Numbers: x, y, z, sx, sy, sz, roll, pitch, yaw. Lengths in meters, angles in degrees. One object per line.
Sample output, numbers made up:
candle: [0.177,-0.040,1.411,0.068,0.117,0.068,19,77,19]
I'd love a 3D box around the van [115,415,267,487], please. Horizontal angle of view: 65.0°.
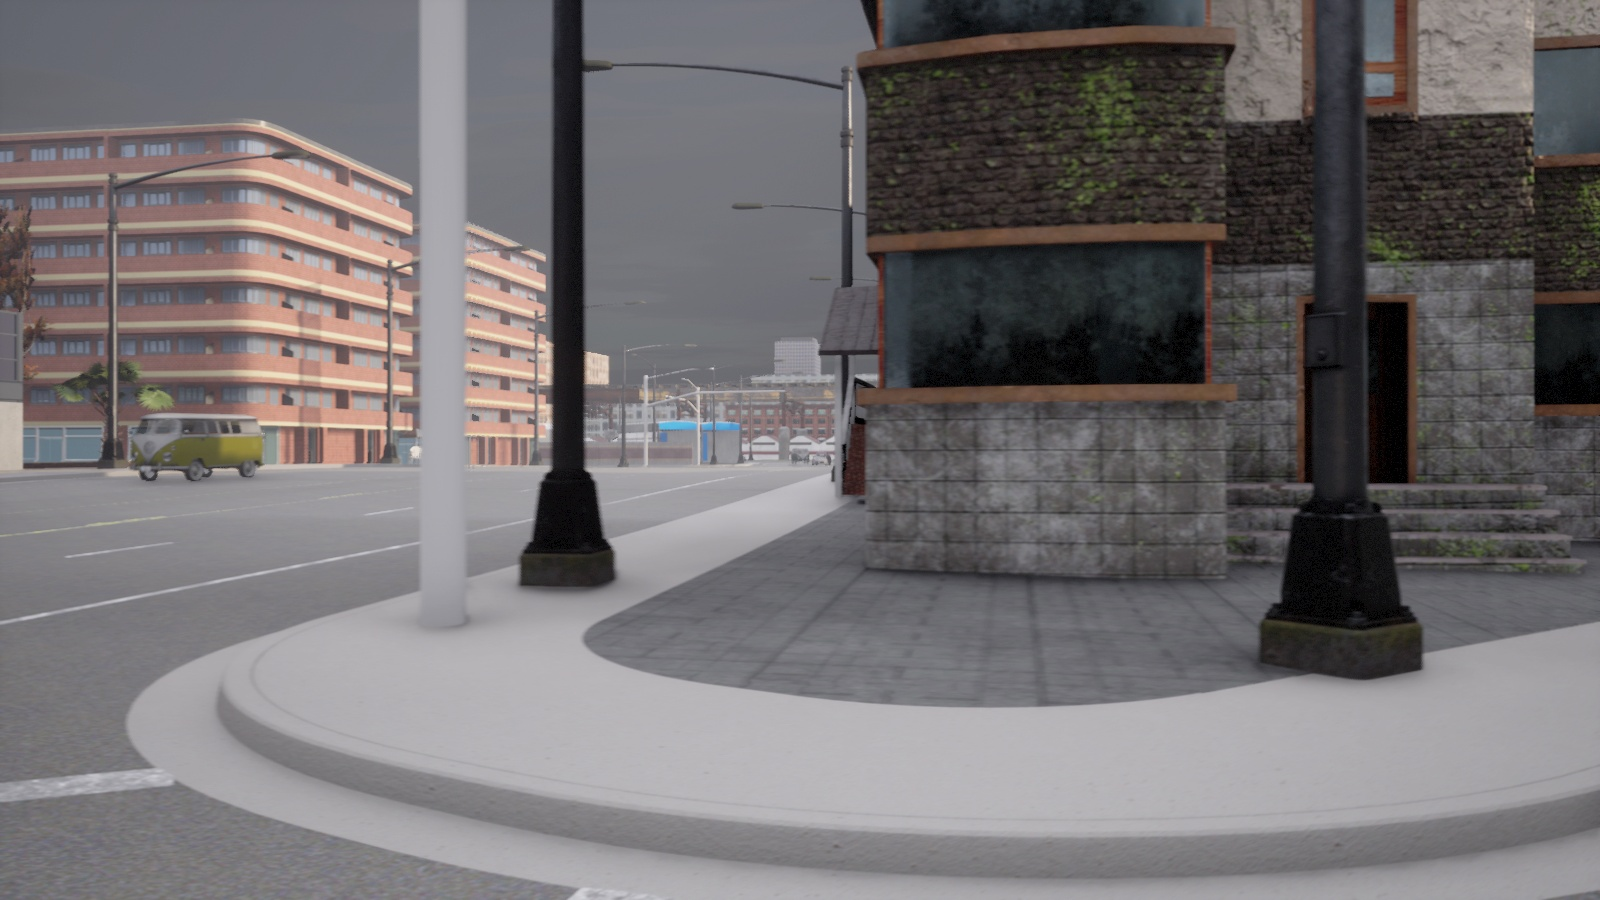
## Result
van: [-18.001,-0.016,37.366,1.775,1.987,4.442,0,1,10]
